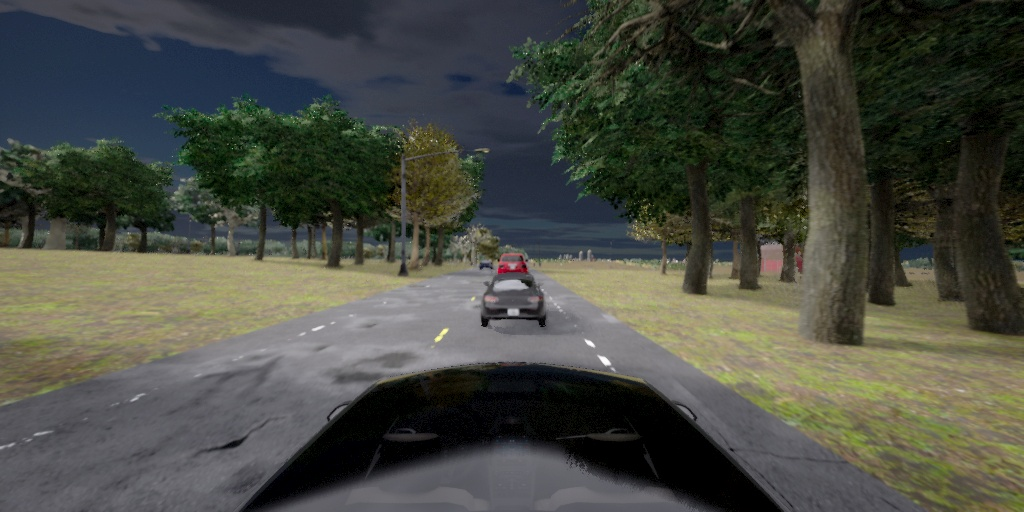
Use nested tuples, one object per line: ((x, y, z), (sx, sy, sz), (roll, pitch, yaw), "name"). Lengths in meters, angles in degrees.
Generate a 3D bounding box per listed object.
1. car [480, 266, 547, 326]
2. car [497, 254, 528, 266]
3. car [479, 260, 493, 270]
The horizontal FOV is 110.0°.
((0.054, 1.229, 11.342), (1.812, 1.442, 4.674), (0, 0, 0), "car")
((0.065, 0.847, 27.427), (2.150, 2.045, 5.566), (0, 1, 0), "car")
((-3.578, 1.230, 50.359), (2.033, 1.411, 5.357), (0, -1, 0), "car")
